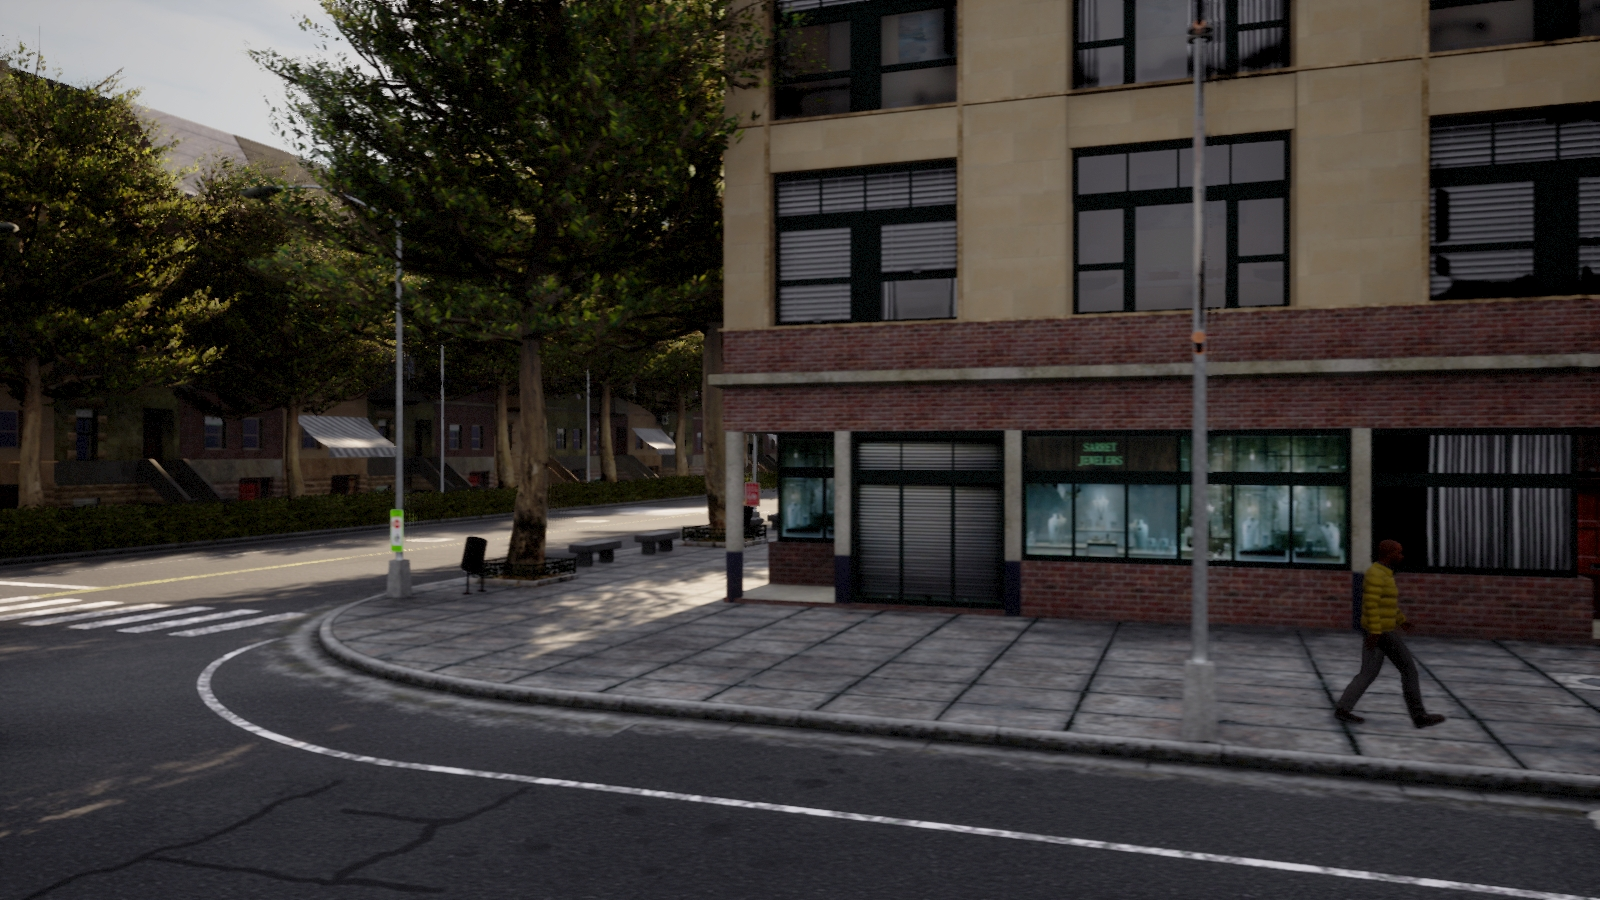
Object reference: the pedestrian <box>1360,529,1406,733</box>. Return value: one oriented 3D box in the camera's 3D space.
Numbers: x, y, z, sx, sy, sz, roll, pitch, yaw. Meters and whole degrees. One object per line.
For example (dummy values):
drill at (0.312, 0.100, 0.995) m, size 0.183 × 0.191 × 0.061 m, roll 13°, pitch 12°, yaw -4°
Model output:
pedestrian at (5.526, 1.696, 10.837) m, size 0.375 × 1.860 × 0.375 m, roll 0°, pitch 0°, yaw 24°
